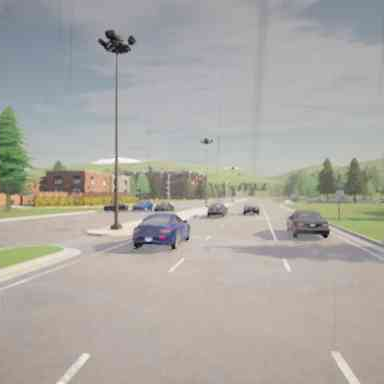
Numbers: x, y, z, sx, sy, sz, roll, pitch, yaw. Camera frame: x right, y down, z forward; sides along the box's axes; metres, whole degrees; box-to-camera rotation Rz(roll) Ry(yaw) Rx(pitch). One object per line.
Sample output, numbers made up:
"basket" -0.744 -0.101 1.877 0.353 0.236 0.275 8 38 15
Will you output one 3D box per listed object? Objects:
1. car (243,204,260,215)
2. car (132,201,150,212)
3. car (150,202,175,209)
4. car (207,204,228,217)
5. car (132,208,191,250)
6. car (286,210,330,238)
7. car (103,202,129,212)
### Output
"car" 7.302 2.069 40.669 1.895 1.301 4.718 0 -1 11
"car" -6.838 1.994 46.980 1.882 1.535 5.008 0 -1 11
"car" -3.700 2.057 44.898 1.994 1.385 4.181 0 -1 12
"car" 2.810 1.955 36.039 2.033 1.411 5.357 0 -1 11
"car" -1.266 1.693 15.149 1.812 1.442 4.674 0 -1 10
"car" 6.632 1.777 19.364 2.033 1.411 5.357 0 -1 11
"car" -10.565 2.095 46.273 1.895 1.301 4.718 0 -1 12
